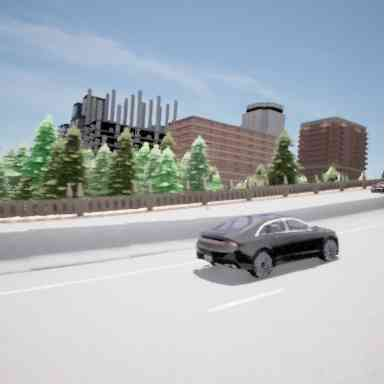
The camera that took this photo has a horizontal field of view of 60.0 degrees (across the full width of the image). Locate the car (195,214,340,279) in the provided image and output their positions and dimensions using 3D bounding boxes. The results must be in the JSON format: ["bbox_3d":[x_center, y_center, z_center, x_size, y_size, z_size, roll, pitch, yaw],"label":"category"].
[{"bbox_3d":[2.396,1.396,9.819,4.902,1.511,2.128,-2,1,-35],"label":"car"}]

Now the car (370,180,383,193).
[{"bbox_3d":[25.274,-0.814,43.450,4.553,1.767,2.097,-4,2,-35],"label":"car"}]
